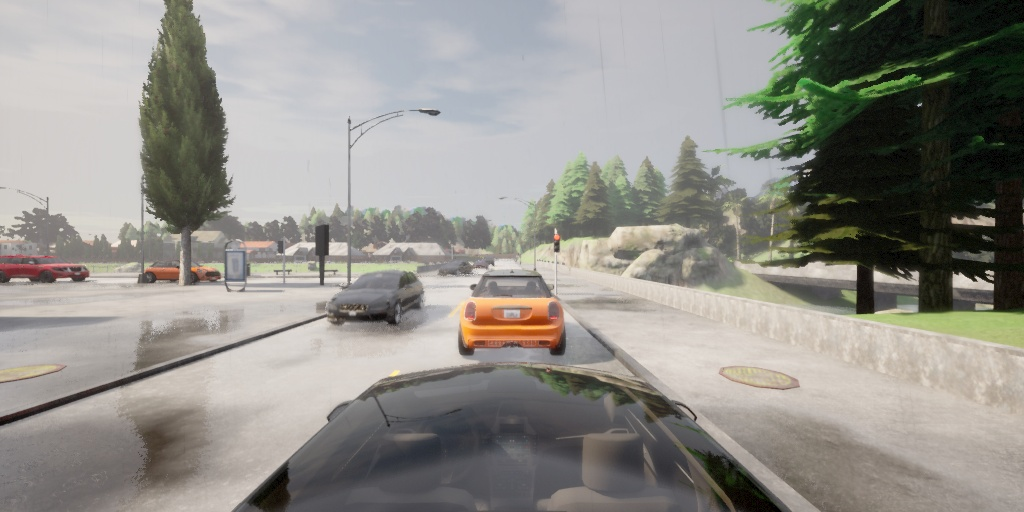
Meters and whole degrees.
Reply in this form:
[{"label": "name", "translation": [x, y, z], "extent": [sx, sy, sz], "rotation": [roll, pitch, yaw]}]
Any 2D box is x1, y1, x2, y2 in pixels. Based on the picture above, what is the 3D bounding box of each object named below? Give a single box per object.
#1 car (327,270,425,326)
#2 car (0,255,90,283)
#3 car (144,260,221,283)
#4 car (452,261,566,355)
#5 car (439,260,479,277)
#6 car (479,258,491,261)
[{"label": "car", "translation": [-4.188, 1.255, 11.798], "extent": [1.837, 1.490, 4.892], "rotation": [0, 0, -1]}, {"label": "car", "translation": [-35.387, 0.970, 26.901], "extent": [5.566, 2.045, 2.150], "rotation": [0, 0, 0]}, {"label": "car", "translation": [-24.709, 1.102, 27.003], "extent": [4.553, 1.767, 2.097], "rotation": [0, 0, -1]}, {"label": "car", "translation": [-0.001, 1.102, 8.818], "extent": [2.097, 1.767, 4.553], "rotation": [0, 0, 0]}, {"label": "car", "translation": [-5.412, 1.257, 35.322], "extent": [1.837, 1.490, 4.892], "rotation": [2, 0, 18]}, {"label": "car", "translation": [-4.547, 1.314, 52.796], "extent": [1.994, 1.385, 4.181], "rotation": [0, 0, 0]}]
